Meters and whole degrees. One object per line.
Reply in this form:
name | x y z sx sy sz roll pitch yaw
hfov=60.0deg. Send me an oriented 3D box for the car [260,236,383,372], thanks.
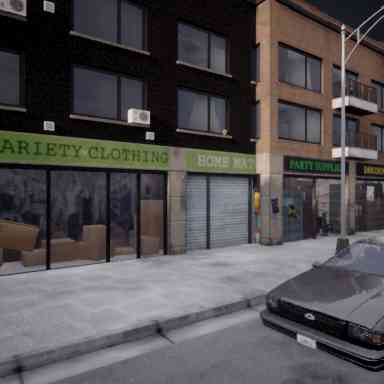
car | 3.646 1.548 5.866 5.357 1.411 2.033 0 0 -36
